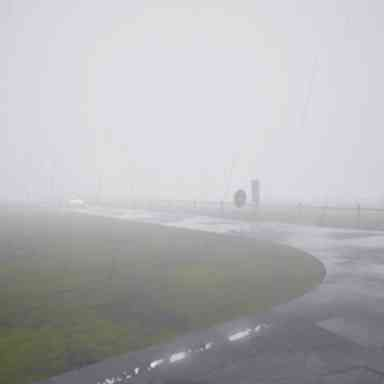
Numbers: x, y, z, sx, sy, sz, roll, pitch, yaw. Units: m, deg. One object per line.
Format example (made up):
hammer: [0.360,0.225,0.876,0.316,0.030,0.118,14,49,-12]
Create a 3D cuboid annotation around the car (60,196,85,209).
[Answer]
car: [-14.908,1.274,41.378,1.812,1.442,4.674,-1,1,-37]
